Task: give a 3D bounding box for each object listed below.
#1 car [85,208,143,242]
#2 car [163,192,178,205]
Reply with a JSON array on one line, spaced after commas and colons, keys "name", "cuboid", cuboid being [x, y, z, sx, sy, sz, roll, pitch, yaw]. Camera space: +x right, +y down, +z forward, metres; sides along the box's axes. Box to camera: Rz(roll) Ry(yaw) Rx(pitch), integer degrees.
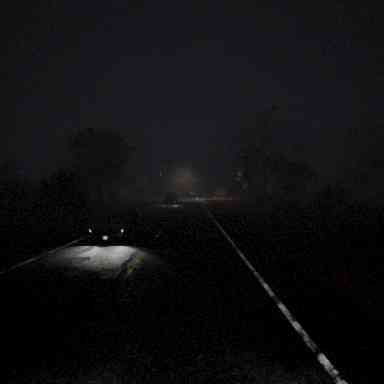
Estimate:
[{"name": "car", "cuboid": [-3.602, 1.516, 16.474, 2.033, 1.411, 5.357, 0, 0, 0]}, {"name": "car", "cuboid": [-3.560, 1.072, 56.482, 2.150, 2.045, 5.566, 0, 0, 1]}]
